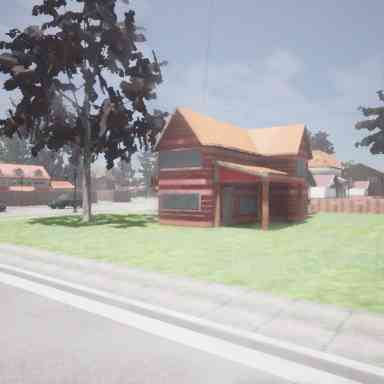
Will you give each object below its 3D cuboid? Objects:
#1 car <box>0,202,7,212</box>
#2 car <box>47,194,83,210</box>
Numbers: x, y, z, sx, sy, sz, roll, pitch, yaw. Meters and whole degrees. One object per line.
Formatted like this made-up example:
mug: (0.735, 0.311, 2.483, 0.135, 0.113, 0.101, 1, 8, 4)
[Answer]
car: (-22.544, 1.575, 36.254, 1.994, 1.385, 4.181, 0, 0, 35)
car: (-16.539, 1.231, 44.830, 2.150, 2.045, 5.566, 0, 0, 36)
